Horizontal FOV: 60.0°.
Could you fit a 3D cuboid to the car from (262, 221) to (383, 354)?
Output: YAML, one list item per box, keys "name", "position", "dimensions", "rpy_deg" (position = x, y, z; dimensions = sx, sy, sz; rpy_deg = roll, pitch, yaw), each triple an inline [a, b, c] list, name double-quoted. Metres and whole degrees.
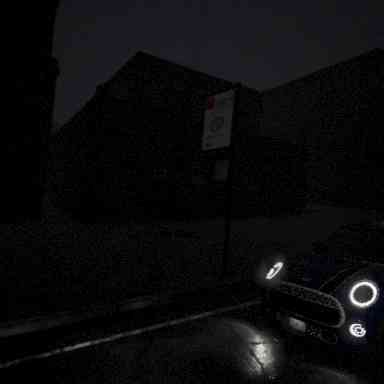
- name: "car"
  position: [3.449, 1.370, 6.125]
  dimensions: [4.553, 1.767, 2.097]
  rpy_deg: [0, 0, -33]
